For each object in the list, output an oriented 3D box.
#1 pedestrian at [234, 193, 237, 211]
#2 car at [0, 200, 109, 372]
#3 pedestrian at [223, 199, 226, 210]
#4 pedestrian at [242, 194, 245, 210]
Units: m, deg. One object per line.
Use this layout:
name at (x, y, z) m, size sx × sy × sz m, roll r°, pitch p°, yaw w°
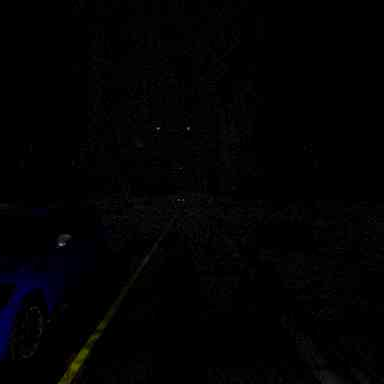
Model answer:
pedestrian at (4.627, 1.075, 35.765) m, size 0.375 × 1.860 × 0.375 m, roll 0°, pitch 0°, yaw 0°
car at (-3.102, 1.210, 6.006) m, size 2.150 × 2.045 × 5.566 m, roll 0°, pitch 0°, yaw 0°
pedestrian at (3.627, 1.348, 36.965) m, size 0.375 × 1.300 × 0.375 m, roll 0°, pitch 0°, yaw 0°
pedestrian at (5.627, 1.084, 36.365) m, size 0.375 × 1.860 × 0.375 m, roll 0°, pitch 0°, yaw 0°
